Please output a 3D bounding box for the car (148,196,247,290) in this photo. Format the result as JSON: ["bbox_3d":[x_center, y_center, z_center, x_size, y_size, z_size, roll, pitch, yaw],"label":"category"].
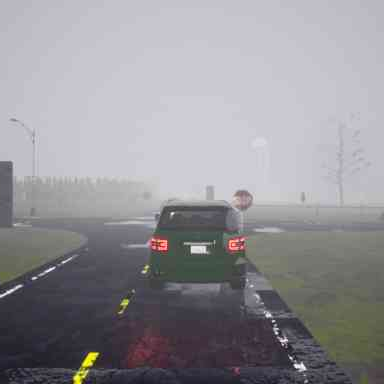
[{"bbox_3d":[0.111,1.222,9.198,2.150,2.045,5.566,0,0,0],"label":"car"}]

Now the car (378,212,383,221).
[{"bbox_3d":[16.928,1.849,25.362,4.718,1.301,1.895,1,1,0],"label":"car"}]

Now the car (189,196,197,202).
[{"bbox_3d":[0.205,1.618,80.595,1.812,1.442,4.674,0,0,0],"label":"car"}]

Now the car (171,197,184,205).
[{"bbox_3d":[-2.656,1.601,61.335,2.033,1.411,5.357,0,0,0],"label":"car"}]

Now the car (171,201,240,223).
[{"bbox_3d":[1.001,1.488,25.357,5.008,1.535,1.882,0,0,0],"label":"car"}]

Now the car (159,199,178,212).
[{"bbox_3d":[-2.733,1.586,39.487,1.994,1.385,4.181,0,0,0],"label":"car"}]

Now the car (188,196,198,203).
[{"bbox_3d":[0.282,1.618,70.145,2.033,1.411,5.357,0,0,0],"label":"car"}]

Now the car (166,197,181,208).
[{"bbox_3d":[-2.713,1.560,49.457,1.812,1.442,4.674,0,0,1],"label":"car"}]
